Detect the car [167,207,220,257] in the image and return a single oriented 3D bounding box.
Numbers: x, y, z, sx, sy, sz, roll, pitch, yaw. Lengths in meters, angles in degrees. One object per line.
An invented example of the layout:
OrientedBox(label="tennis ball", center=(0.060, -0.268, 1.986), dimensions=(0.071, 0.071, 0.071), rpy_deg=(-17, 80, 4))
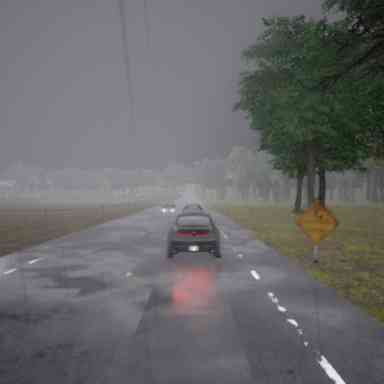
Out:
OrientedBox(label="car", center=(0.073, 1.570, 13.136), dimensions=(1.837, 1.490, 4.892), rpy_deg=(0, 0, 0))

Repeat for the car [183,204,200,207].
OrientedBox(label="car", center=(0.073, 1.730, 28.677), dimensions=(1.994, 1.385, 4.181), rpy_deg=(0, 0, 0))

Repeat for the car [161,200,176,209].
OrientedBox(label="car", center=(-3.576, 1.929, 51.589), dimensions=(1.994, 1.385, 4.181), rpy_deg=(0, -1, 0))

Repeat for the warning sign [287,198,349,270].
OrientedBox(label="warning sign", center=(3.586, 1.162, 9.587), dimensions=(1.300, 1.860, 1.060), rpy_deg=(2, 2, 0))
